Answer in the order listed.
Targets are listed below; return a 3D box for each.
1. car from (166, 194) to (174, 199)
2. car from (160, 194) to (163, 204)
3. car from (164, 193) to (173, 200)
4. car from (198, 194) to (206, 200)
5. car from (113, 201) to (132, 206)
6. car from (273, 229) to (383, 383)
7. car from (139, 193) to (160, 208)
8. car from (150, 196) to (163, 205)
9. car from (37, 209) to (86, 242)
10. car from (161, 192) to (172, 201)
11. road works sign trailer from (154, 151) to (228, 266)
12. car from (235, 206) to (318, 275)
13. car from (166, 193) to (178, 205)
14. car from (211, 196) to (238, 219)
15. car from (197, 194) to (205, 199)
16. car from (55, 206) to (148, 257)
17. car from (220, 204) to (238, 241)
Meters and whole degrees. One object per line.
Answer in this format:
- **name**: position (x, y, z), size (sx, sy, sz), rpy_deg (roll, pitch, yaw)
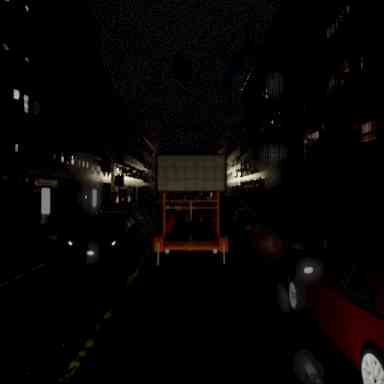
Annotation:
- **car**: position (-5.924, 1.179, 89.179), size (1.887, 1.381, 4.507), rpy_deg (0, 0, 0)
- **car**: position (-5.819, 1.117, 49.724), size (2.192, 1.841, 5.009), rpy_deg (0, 0, 0)
- **car**: position (-5.909, 1.098, 83.541), size (1.967, 1.590, 4.097), rpy_deg (0, 0, 0)
- **car**: position (2.485, 1.207, 78.094), size (1.752, 1.417, 4.829), rpy_deg (0, 0, 0)
- **car**: position (-5.760, 1.420, 27.008), size (1.752, 1.417, 4.829), rpy_deg (0, 0, 0)
- **car**: position (2.681, 1.527, 4.652), size (1.887, 1.381, 4.507), rpy_deg (0, 0, 0)
- **car**: position (-5.805, 1.265, 44.088), size (1.967, 1.590, 4.097), rpy_deg (0, 0, 0)
- **car**: position (-5.835, 1.360, 55.362), size (1.802, 1.307, 4.206), rpy_deg (0, 0, 0)
- **car**: position (-5.730, 1.505, 15.905), size (1.947, 1.339, 4.313), rpy_deg (0, 0, 0)
- **car**: position (-5.893, 0.998, 77.905), size (2.192, 1.841, 5.009), rpy_deg (0, 0, 0)
- **road works sign trailer**: position (-0.029, 0.421, 11.410), size (2.380, 3.560, 2.880), rpy_deg (0, 0, 0)
- **car**: position (2.666, 1.400, 10.289), size (1.967, 1.590, 4.097), rpy_deg (0, 0, 0)
- **car**: position (-3.226, 1.330, 54.278), size (2.033, 1.411, 5.357), rpy_deg (0, 0, 0)
- **car**: position (2.622, 1.209, 27.197), size (2.192, 1.841, 5.009), rpy_deg (0, 0, 0)
- **car**: position (2.456, 1.178, 89.197), size (1.887, 1.381, 4.507), rpy_deg (0, 0, 0)
- **car**: position (-3.133, 1.498, 12.958), size (2.033, 1.411, 5.357), rpy_deg (0, 0, 0)
- **car**: position (2.651, 1.489, 15.924), size (2.008, 1.369, 4.403), rpy_deg (0, 0, 0)
